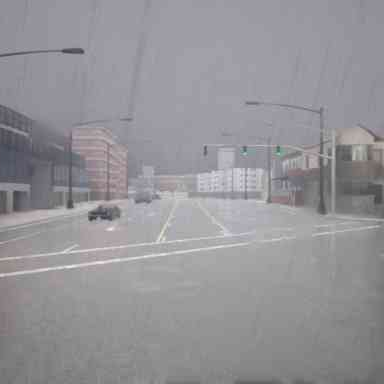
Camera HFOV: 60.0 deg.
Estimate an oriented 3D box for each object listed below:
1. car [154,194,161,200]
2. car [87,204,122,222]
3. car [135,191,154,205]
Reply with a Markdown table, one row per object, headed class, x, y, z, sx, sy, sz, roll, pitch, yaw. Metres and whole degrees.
| class | x | y | z | sx | sy | sz | roll | pitch | yaw |
| --- | --- | --- | --- | --- | --- | --- | --- | --- | --- |
| car | -8.335 | 1.137 | 77.843 | 1.882 | 1.535 | 5.008 | 0 | -1 | -1 |
| car | -7.027 | 1.670 | 27.070 | 1.895 | 1.301 | 4.718 | 0 | 0 | -1 |
| car | -7.685 | 0.879 | 52.692 | 2.150 | 2.045 | 5.566 | 0 | 1 | -1 |
